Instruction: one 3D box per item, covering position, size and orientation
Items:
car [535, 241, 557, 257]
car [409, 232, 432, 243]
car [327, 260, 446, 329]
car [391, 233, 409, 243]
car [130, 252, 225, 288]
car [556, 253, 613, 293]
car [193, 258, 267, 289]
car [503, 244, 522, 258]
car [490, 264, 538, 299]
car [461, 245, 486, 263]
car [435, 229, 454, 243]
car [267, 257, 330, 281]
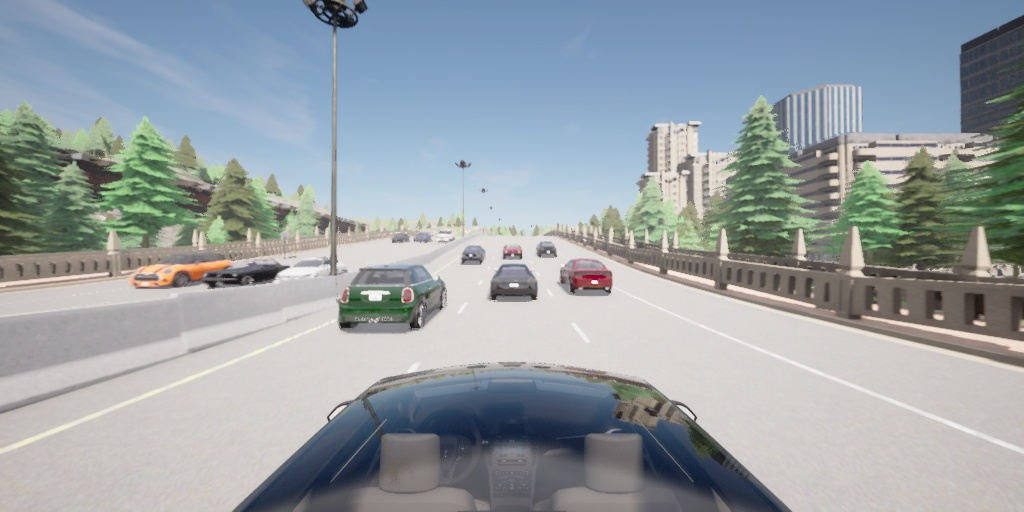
[{"bbox_3d":[3.562,-0.804,37.368,1.812,1.442,4.674,0,6,0],"label":"car"},{"bbox_3d":[-14.128,-2.974,56.685,2.097,1.767,4.553,0,6,0],"label":"car"},{"bbox_3d":[-3.418,1.006,11.099,2.097,1.767,4.553,0,1,0],"label":"car"},{"bbox_3d":[-17.624,-2.843,56.871,1.837,1.490,4.892,0,6,0],"label":"car"},{"bbox_3d":[-17.617,0.636,19.425,2.097,1.767,4.553,0,3,0],"label":"car"},{"bbox_3d":[3.582,0.847,17.966,1.882,1.535,5.008,0,3,0],"label":"car"},{"bbox_3d":[-14.117,0.883,19.471,1.895,1.301,4.718,0,3,0],"label":"car"},{"bbox_3d":[0.064,-0.597,36.099,1.895,1.301,4.718,0,6,0],"label":"car"},{"bbox_3d":[0.082,1.027,16.161,1.994,1.385,4.181,0,3,0],"label":"car"},{"bbox_3d":[-3.433,-0.262,32.346,2.033,1.411,5.357,0,6,0],"label":"car"},{"bbox_3d":[-10.630,-3.140,56.980,2.150,2.045,5.566,0,6,0],"label":"car"},{"bbox_3d":[-10.617,0.814,19.376,1.812,1.442,4.674,0,3,0],"label":"car"}]
